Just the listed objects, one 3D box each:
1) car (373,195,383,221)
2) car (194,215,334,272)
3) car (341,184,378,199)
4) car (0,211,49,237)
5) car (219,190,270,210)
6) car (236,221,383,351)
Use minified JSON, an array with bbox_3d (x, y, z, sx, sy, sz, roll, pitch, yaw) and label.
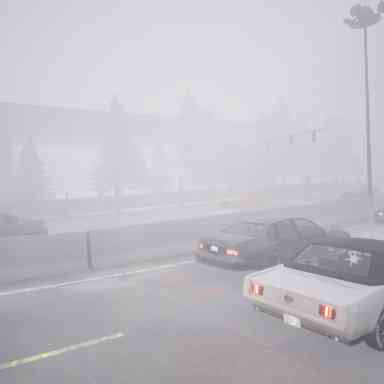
[{"bbox_3d":[10.757,0.868,15.801,5.357,1.411,2.033,-4,2,-36],"label":"car"},{"bbox_3d":[2.609,1.400,9.938,5.357,1.411,2.033,-3,1,-36],"label":"car"},{"bbox_3d":[16.928,-0.071,33.422,4.674,1.442,1.812,-4,2,-36],"label":"car"},{"bbox_3d":[-9.249,1.556,14.593,5.357,1.411,2.033,0,0,-36],"label":"car"},{"bbox_3d":[4.565,0.649,28.844,5.008,1.535,1.882,-4,2,-36],"label":"car"},{"bbox_3d":[3.244,1.506,6.086,4.718,1.301,1.895,-2,1,-36],"label":"car"}]
